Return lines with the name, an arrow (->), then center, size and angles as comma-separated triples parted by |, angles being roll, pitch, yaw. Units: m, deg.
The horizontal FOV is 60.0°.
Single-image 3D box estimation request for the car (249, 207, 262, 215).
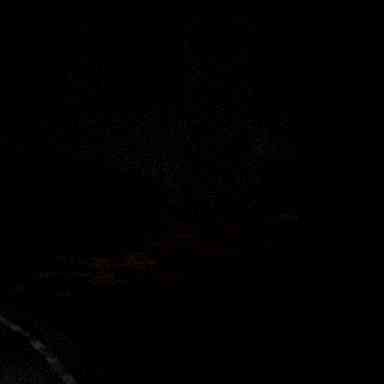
car -> 9.629, 2.894, 50.516 | 1.994, 1.381, 4.181 | 1, -1, 5
